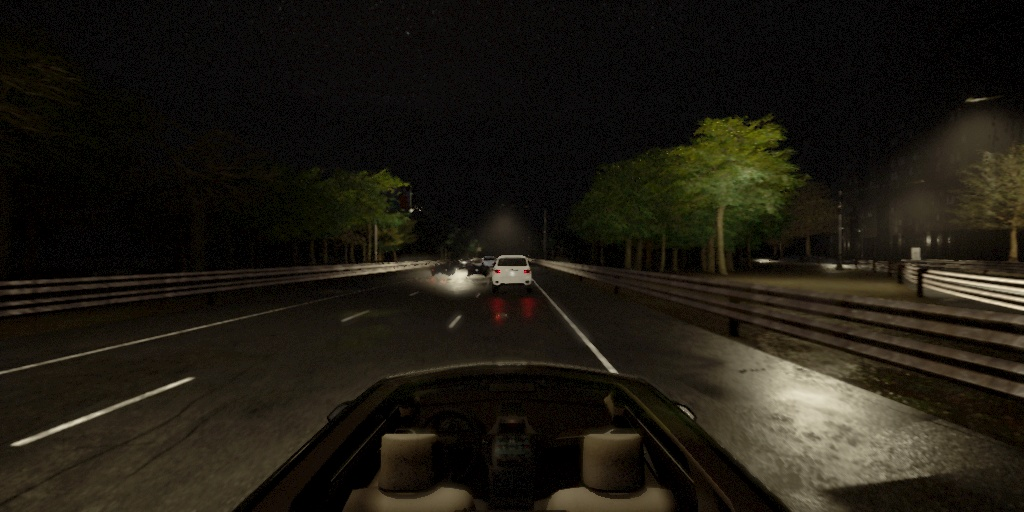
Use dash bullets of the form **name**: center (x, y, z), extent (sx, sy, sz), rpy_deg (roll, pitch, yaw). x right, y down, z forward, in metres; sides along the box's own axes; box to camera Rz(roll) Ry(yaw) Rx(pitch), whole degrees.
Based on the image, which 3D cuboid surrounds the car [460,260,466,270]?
- **car**: center (-6.889, 1.380, 54.566), extent (2.033, 1.411, 5.357), rpy_deg (0, 0, 0)

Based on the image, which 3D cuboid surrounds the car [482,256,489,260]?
- **car**: center (-3.387, 1.057, 54.894), extent (2.150, 2.045, 5.566), rpy_deg (0, 0, 0)

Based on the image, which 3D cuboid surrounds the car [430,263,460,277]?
- **car**: center (-6.953, 1.409, 36.784), extent (1.895, 1.301, 4.718), rpy_deg (0, 0, 0)

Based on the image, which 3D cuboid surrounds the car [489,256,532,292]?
- **car**: center (0.016, 0.997, 21.754), extent (2.150, 2.045, 5.566), rpy_deg (0, 0, 0)

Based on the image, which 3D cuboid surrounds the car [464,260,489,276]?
- **car**: center (-3.443, 1.373, 37.358), extent (1.994, 1.385, 4.181), rpy_deg (0, 0, 1)
